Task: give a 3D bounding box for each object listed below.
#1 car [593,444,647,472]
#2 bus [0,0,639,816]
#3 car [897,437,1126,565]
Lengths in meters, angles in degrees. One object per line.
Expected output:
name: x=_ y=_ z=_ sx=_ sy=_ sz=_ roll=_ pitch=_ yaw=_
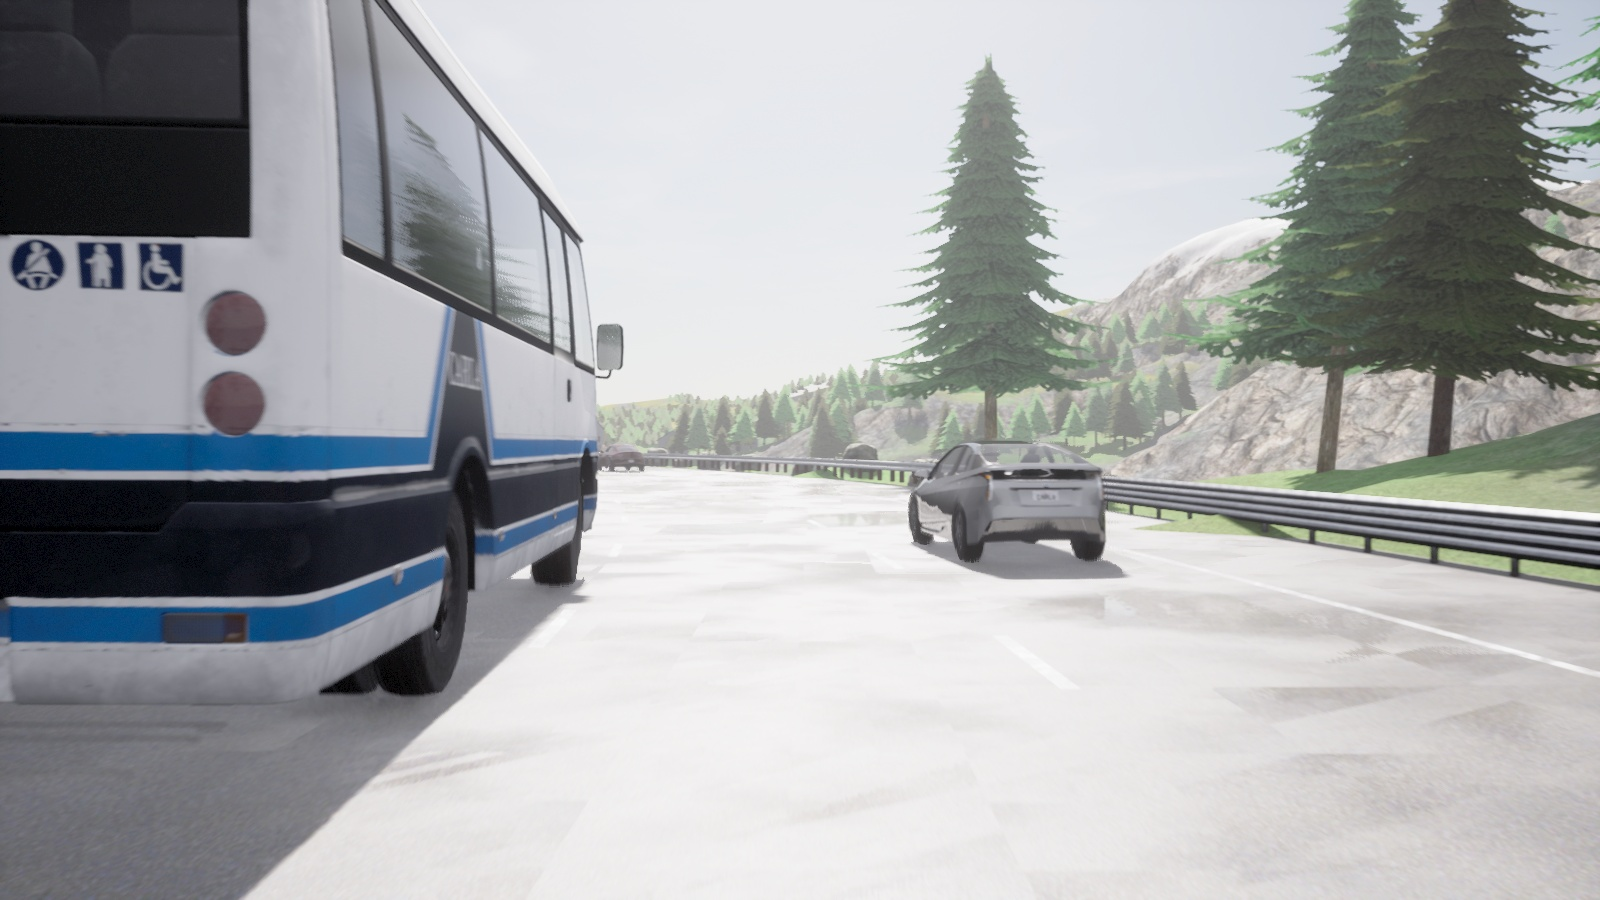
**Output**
car: x=-9.687 y=0.387 z=67.346 sx=1.812 sy=1.442 sz=4.674 roll=0 pitch=0 yaw=-22
bus: x=-3.716 y=-0.689 z=10.150 sx=3.944 sy=4.253 sz=10.273 roll=1 pitch=0 yaw=-3
car: x=2.716 y=0.597 z=17.270 sx=2.007 sy=1.525 sz=4.514 roll=0 pitch=0 yaw=-5
